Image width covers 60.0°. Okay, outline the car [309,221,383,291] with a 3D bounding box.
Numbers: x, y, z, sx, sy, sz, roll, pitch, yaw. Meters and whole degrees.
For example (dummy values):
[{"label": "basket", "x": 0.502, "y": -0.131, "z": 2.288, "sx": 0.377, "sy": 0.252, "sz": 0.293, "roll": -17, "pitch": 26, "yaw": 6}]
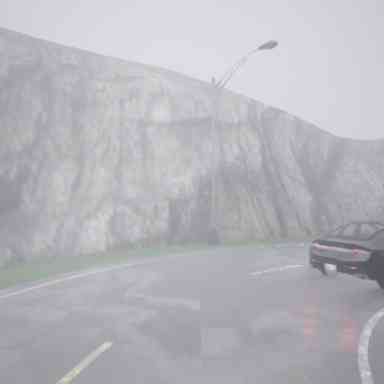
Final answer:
[{"label": "car", "x": 5.312, "y": 1.543, "z": 9.031, "sx": 4.902, "sy": 1.511, "sz": 2.128, "roll": 0, "pitch": -1, "yaw": -31}]
